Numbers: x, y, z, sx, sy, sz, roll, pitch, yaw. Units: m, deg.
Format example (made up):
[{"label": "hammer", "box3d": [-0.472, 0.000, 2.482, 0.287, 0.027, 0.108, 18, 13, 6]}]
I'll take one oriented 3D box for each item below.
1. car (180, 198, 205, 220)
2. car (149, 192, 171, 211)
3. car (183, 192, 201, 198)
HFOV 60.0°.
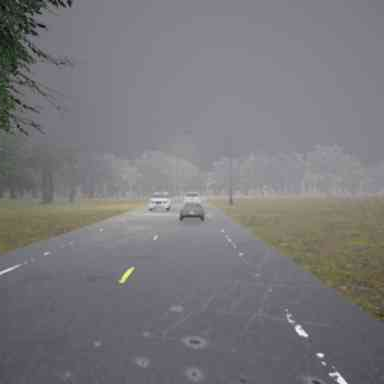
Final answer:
[{"label": "car", "box3d": [0.024, 1.492, 27.151, 1.994, 1.385, 4.181, 0, 0, 1]}, {"label": "car", "box3d": [-3.548, 1.068, 37.826, 2.150, 2.045, 5.566, 0, 0, 0]}, {"label": "car", "box3d": [0.034, 1.011, 43.783, 2.150, 2.045, 5.566, 0, 1, 0]}]
